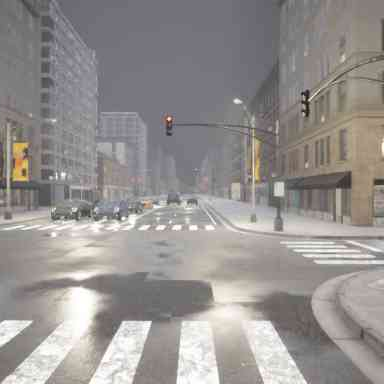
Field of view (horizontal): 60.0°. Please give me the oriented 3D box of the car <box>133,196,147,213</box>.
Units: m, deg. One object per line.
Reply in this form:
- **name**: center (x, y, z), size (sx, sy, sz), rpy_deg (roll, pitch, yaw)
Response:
- **car**: center (-6.551, 1.494, 36.282), size (2.128, 1.511, 4.902), rpy_deg (0, 0, 0)

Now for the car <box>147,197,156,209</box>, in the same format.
- **car**: center (-6.540, 1.479, 45.786), size (1.882, 1.535, 5.008), rpy_deg (0, 0, 0)

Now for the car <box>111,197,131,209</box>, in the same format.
- **car**: center (-9.792, 1.527, 46.365), size (1.812, 1.442, 4.674), rpy_deg (0, 0, 0)

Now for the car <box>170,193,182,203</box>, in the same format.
- **car**: center (-3.190, 1.216, 68.372), size (2.150, 2.045, 5.566), rpy_deg (0, 0, 0)

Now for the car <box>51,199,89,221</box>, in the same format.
- **car**: center (-9.815, 1.355, 27.447), size (2.097, 1.767, 4.553), rpy_deg (0, 0, 0)

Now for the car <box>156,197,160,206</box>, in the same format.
- **car**: center (-6.517, 1.524, 55.638), size (1.812, 1.442, 4.674), rpy_deg (0, 0, 1)

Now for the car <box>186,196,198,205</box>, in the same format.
- **car**: center (0.051, 1.502, 57.920), size (1.837, 1.490, 4.892), rpy_deg (0, 0, 0)

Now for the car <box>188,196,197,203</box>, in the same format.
- **car**: center (0.060, 1.520, 68.339), size (1.812, 1.442, 4.674), rpy_deg (0, 0, 0)

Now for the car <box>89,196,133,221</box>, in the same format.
- **car**: center (-6.565, 1.355, 27.443), size (2.097, 1.767, 4.553), rpy_deg (0, 0, 0)

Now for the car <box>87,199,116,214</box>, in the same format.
- **car**: center (-9.805, 1.508, 36.419), size (1.837, 1.490, 4.892), rpy_deg (0, 0, 0)

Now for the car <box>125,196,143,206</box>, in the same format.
- **car**: center (-9.760, 1.489, 56.663), size (2.128, 1.511, 4.902), rpy_deg (0, 0, 1)

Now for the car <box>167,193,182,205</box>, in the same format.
- **car**: center (-3.199, 1.219, 57.953), size (2.150, 2.045, 5.566), rpy_deg (0, 0, 0)
